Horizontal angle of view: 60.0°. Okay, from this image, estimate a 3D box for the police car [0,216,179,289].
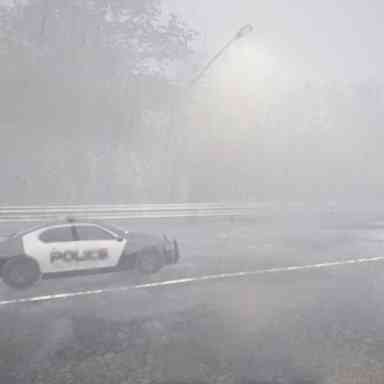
[{"bbox_3d":[-2.859,1.461,8.995,4.974,1.542,2.038,-1,1,-24],"label":"police car"}]
